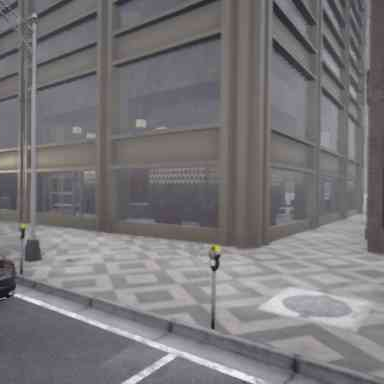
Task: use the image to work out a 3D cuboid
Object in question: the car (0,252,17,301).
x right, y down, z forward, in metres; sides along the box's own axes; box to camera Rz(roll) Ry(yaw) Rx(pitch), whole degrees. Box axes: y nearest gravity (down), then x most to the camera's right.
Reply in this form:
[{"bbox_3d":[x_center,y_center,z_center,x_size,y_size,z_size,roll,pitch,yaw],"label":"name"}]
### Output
[{"bbox_3d":[-5.315,1.520,6.862,4.403,1.369,2.008,0,1,36],"label":"car"}]
